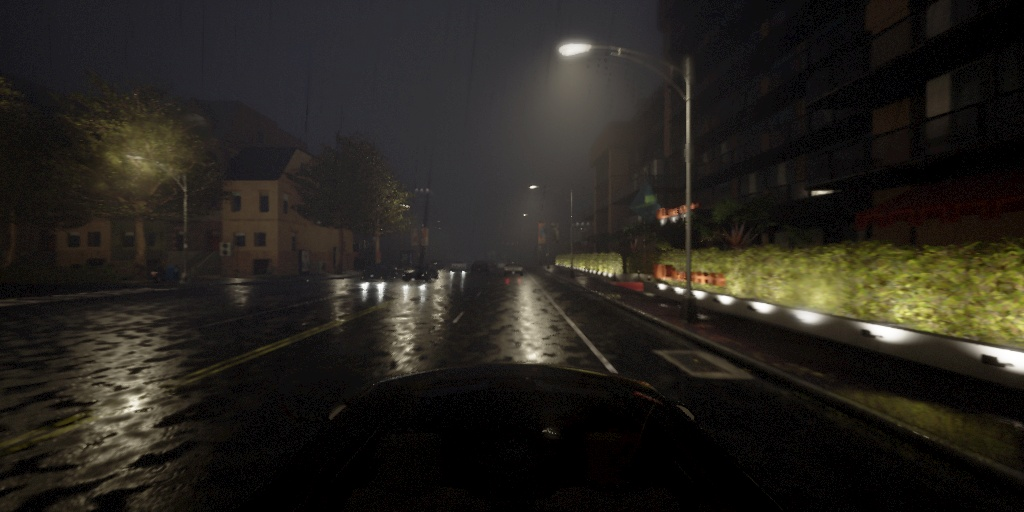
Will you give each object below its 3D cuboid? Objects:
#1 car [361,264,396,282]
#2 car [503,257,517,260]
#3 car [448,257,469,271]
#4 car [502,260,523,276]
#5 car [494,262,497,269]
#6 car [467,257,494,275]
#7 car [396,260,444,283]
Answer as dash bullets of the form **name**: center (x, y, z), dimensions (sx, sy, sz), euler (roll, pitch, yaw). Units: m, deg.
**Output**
- **car**: center (-10.559, 1.303, 29.031), dimensions (1.994, 1.385, 4.181), euler (0, 0, 0)
- **car**: center (0.164, 1.236, 55.046), dimensions (2.128, 1.511, 4.902), euler (0, 0, 0)
- **car**: center (-7.009, 1.266, 47.707), dimensions (1.812, 1.442, 4.674), euler (0, 0, 0)
- **car**: center (0.135, 1.348, 36.997), dimensions (1.895, 1.301, 4.718), euler (0, 0, 0)
- **car**: center (-3.330, 1.306, 55.490), dimensions (1.994, 1.385, 4.181), euler (0, 0, 0)
- **car**: center (-3.354, 1.222, 39.146), dimensions (1.882, 1.535, 5.008), euler (0, 0, 0)
- **car**: center (-7.062, 1.290, 28.244), dimensions (2.033, 1.411, 5.357), euler (0, 0, 0)
